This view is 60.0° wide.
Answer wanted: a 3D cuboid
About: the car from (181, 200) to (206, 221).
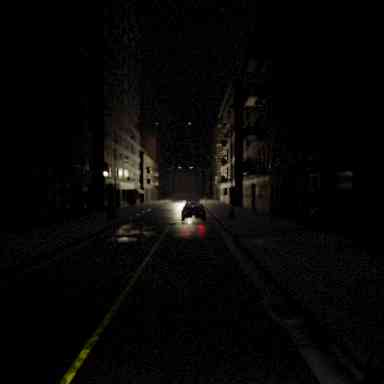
[{"bbox_3d":[0.112,1.592,27.214,1.895,1.301,4.718,0,0,0],"label":"car"}]
